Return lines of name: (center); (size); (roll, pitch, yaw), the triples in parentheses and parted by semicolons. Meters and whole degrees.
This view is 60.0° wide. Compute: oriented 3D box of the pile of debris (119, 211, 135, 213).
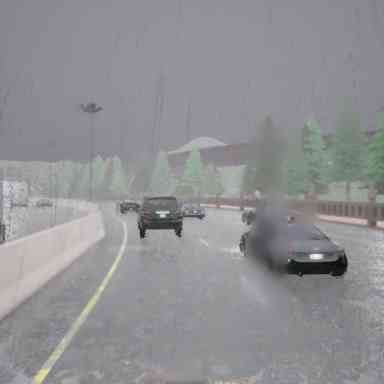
pile of debris: (-7.189, 2.199, 36.696); (1.500, 0.140, 1.860); (0, 0, -22)

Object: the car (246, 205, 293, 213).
car: (4.804, 1.526, 20.729); (2.033, 1.411, 5.357); (0, 0, -11)

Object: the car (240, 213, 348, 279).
car: (2.841, 1.552, 10.140); (1.994, 1.385, 4.181); (0, 0, -6)

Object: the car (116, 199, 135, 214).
car: (-7.102, 1.528, 36.269); (1.837, 1.490, 4.892); (0, 0, -21)

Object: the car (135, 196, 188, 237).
car: (-1.894, 1.226, 18.508); (2.150, 2.045, 5.566); (0, 0, -11)

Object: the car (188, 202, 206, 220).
car: (-0.450, 1.546, 27.628); (2.033, 1.411, 5.357); (0, 0, -16)
